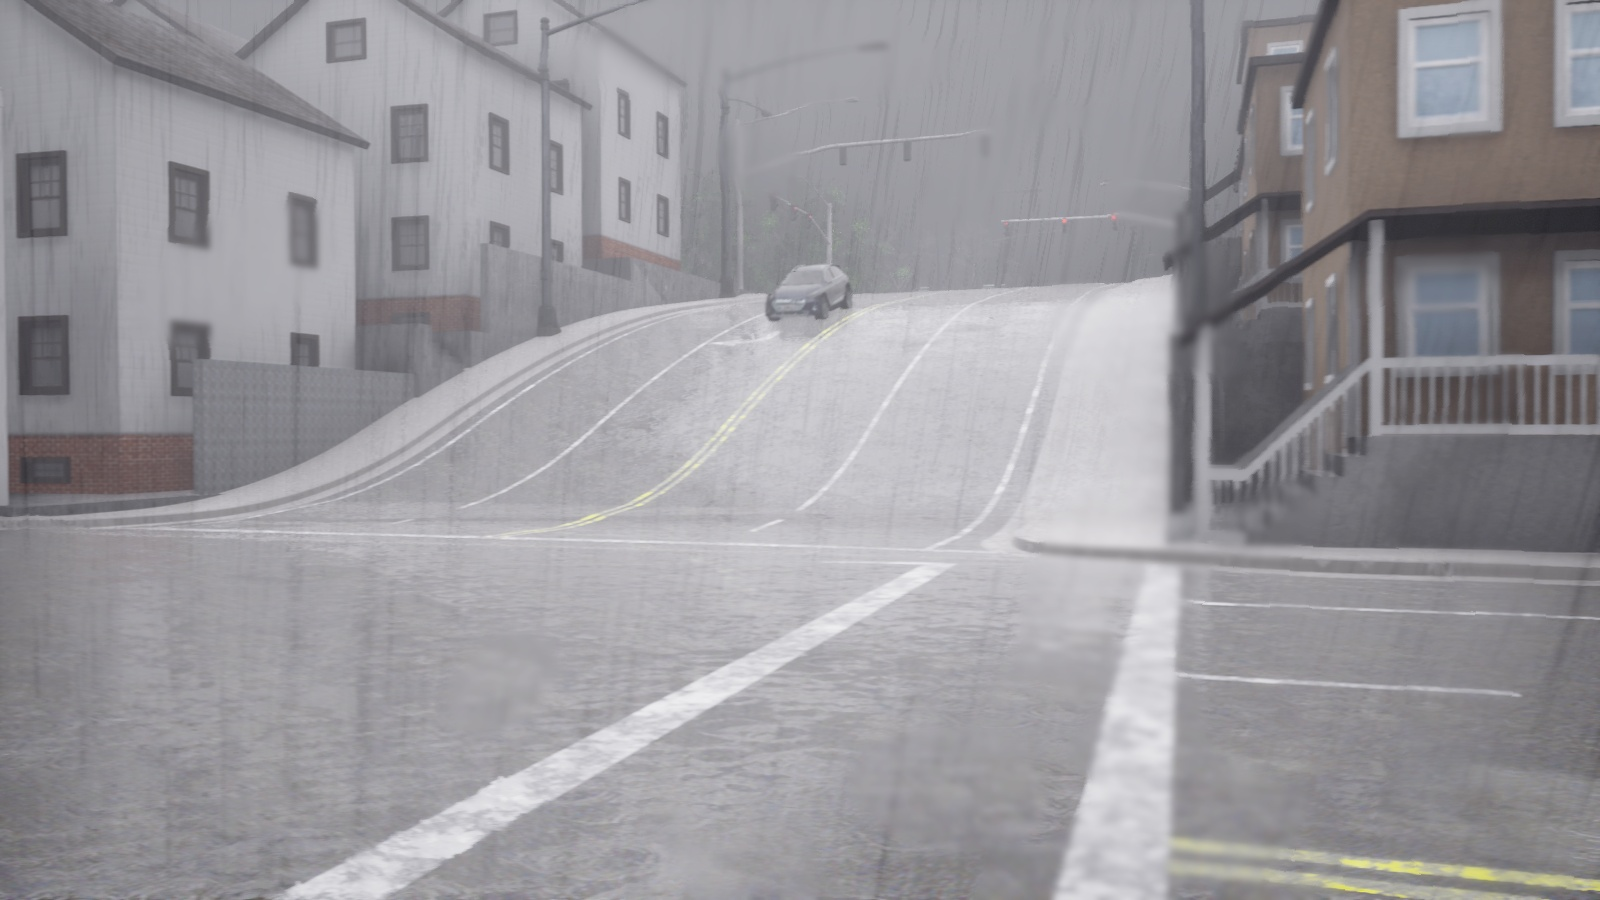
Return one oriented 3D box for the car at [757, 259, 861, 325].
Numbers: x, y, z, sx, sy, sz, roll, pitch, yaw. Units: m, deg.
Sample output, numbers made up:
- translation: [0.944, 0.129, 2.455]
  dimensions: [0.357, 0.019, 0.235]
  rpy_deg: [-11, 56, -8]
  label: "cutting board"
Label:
- translation: [0.390, -5.369, 42.261]
  dimensions: [2.033, 1.649, 4.856]
  rpy_deg: [1, 13, 18]
  label: "car"
